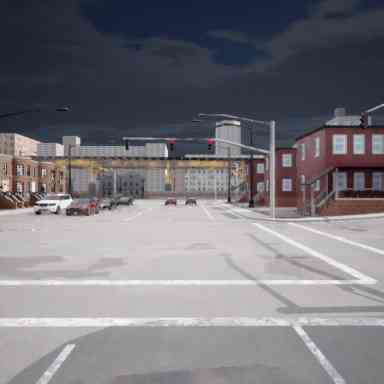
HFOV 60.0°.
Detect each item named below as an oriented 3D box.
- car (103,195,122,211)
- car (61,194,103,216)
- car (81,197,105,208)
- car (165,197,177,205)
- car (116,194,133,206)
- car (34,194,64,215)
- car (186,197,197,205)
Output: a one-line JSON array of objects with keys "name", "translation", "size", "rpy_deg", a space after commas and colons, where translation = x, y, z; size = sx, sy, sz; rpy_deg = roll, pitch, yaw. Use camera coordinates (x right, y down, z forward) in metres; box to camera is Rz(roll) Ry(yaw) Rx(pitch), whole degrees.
[{"name": "car", "translation": [-10.702, 1.491, 41.772], "size": [2.128, 1.511, 4.902], "rpy_deg": [0, 0, 0]}, {"name": "car", "translation": [-10.672, 1.352, 32.624], "size": [2.097, 1.767, 4.553], "rpy_deg": [0, 0, 0]}, {"name": "car", "translation": [-14.212, 1.477, 47.949], "size": [1.882, 1.535, 5.008], "rpy_deg": [0, 0, 0]}, {"name": "car", "translation": [-3.542, 1.526, 56.727], "size": [1.812, 1.442, 4.674], "rpy_deg": [0, 0, 0]}, {"name": "car", "translation": [-10.712, 1.477, 53.336], "size": [1.882, 1.535, 5.008], "rpy_deg": [0, 0, 0]}, {"name": "car", "translation": [-14.187, 1.222, 34.450], "size": [2.150, 2.045, 5.566], "rpy_deg": [0, 0, 0]}, {"name": "car", "translation": [-0.147, 1.526, 58.543], "size": [1.812, 1.442, 4.674], "rpy_deg": [0, 0, 0]}]
